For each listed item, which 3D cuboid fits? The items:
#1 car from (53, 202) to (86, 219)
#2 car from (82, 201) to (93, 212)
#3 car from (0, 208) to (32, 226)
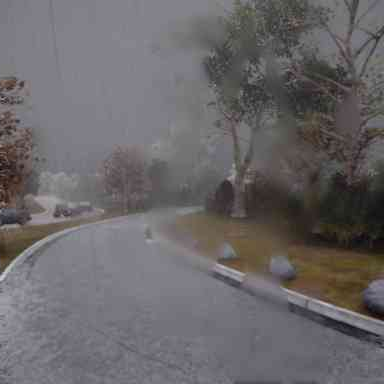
[{"bbox_3d":[-13.141,2.079,35.423,1.895,1.301,4.718,0,-1,-4],"label":"car"},{"bbox_3d":[-15.278,2.075,47.632,1.882,1.535,5.008,0,1,-18],"label":"car"},{"bbox_3d":[-13.883,1.847,24.119,2.033,1.411,5.357,0,-1,7],"label":"car"}]
